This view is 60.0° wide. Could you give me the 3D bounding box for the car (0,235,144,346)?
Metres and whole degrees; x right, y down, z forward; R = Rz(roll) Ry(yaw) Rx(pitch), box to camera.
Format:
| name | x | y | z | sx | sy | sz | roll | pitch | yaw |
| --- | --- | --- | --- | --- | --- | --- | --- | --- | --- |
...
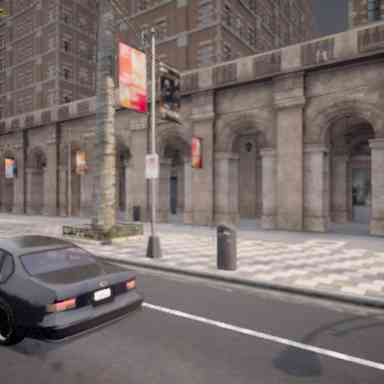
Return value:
| name | x | y | z | sx | sy | sz | roll | pitch | yaw |
| --- | --- | --- | --- | --- | --- | --- | --- | --- | --- |
| car | -3.364 | 1.574 | 6.402 | 5.357 | 1.411 | 2.033 | 0 | 0 | 36 |
